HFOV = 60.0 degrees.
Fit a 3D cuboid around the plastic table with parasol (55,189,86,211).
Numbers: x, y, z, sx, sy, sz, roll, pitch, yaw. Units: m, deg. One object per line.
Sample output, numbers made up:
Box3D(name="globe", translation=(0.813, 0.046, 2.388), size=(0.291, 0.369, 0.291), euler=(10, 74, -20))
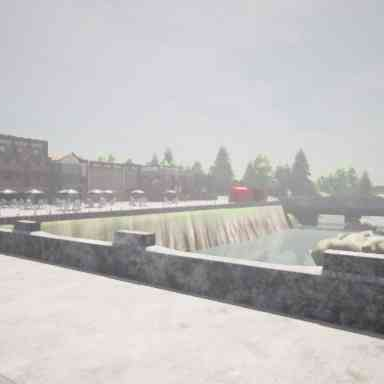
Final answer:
Box3D(name="plastic table with parasol", translation=(-14.231, 0.923, 38.954), size=(2.482, 2.480, 2.482), euler=(0, 0, 36))
